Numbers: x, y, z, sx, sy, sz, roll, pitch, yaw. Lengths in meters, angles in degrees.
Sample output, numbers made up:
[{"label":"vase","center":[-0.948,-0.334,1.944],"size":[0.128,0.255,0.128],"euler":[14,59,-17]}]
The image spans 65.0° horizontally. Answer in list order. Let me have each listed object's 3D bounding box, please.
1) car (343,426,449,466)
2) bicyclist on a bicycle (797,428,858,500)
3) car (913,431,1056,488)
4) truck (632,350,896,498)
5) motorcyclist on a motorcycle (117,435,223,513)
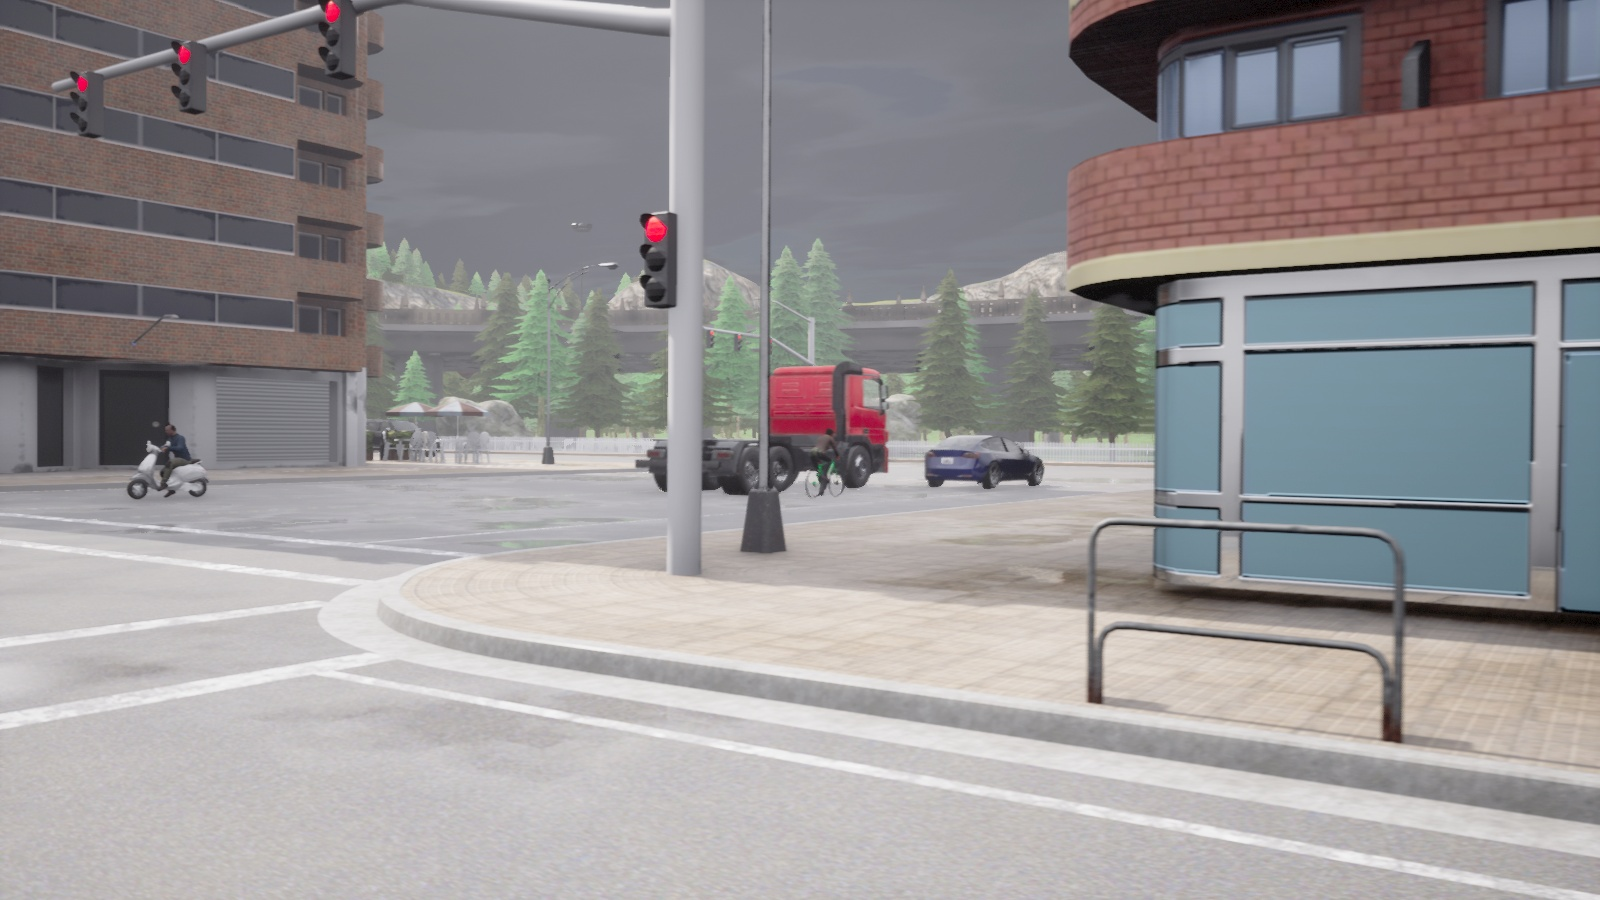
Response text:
[{"label":"car","center":[-21.353,-0.222,66.291],"size":[5.566,2.045,2.150],"euler":[0,1,30]},{"label":"bicyclist on a bicycle","center":[0.651,0.309,29.029],"size":[0.582,1.620,1.656],"euler":[0,1,34]},{"label":"car","center":[5.375,0.217,36.048],"size":[2.163,1.488,4.792],"euler":[0,1,34]},{"label":"truck","center":[-0.699,-0.666,33.298],"size":[2.891,3.462,7.936],"euler":[0,1,34]},{"label":"motorcyclist on a motorcycle","center":[-13.452,0.485,26.865],"size":[0.866,1.590,1.817],"euler":[0,1,34]}]
